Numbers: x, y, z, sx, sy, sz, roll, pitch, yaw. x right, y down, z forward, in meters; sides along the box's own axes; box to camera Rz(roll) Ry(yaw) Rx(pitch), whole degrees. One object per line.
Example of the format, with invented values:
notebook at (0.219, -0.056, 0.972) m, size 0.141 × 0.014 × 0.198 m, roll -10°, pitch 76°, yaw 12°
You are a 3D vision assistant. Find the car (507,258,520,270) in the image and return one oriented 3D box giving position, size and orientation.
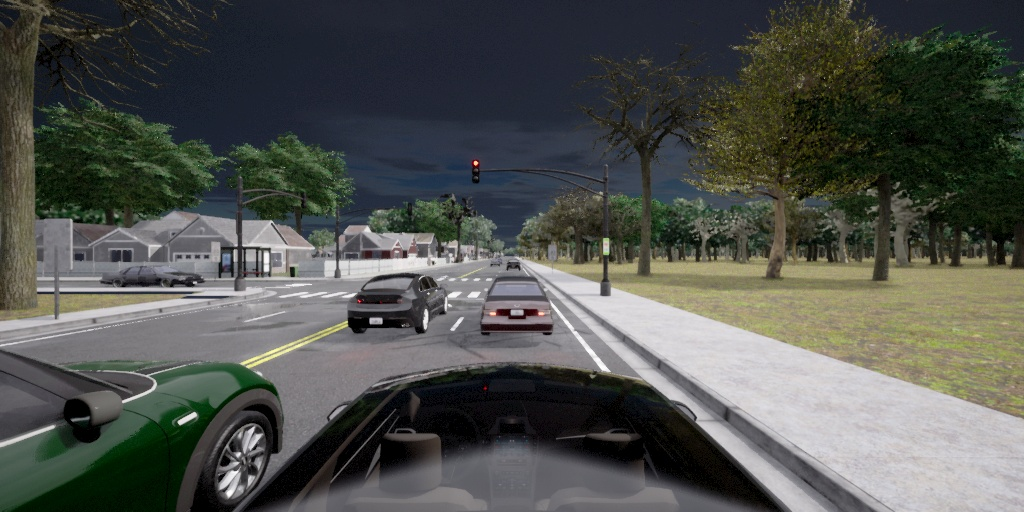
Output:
car at (0.211, 1.212, 52.569) m, size 1.882 × 1.535 × 5.008 m, roll 0°, pitch 0°, yaw 0°

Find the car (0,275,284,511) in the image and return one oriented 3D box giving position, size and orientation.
car at (-3.150, 1.102, 1.436) m, size 2.097 × 1.767 × 4.553 m, roll 0°, pitch 0°, yaw 0°

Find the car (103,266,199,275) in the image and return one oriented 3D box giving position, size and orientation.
car at (-22.911, 1.327, 22.925) m, size 5.357 × 1.411 × 2.033 m, roll 0°, pitch 0°, yaw 0°

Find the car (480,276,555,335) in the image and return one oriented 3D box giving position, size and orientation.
car at (0.118, 1.297, 10.429) m, size 2.033 × 1.411 × 5.357 m, roll 0°, pitch 0°, yaw 0°

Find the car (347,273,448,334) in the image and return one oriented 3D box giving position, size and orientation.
car at (-3.138, 1.254, 10.682) m, size 1.837 × 1.490 × 4.892 m, roll 0°, pitch 0°, yaw 0°
